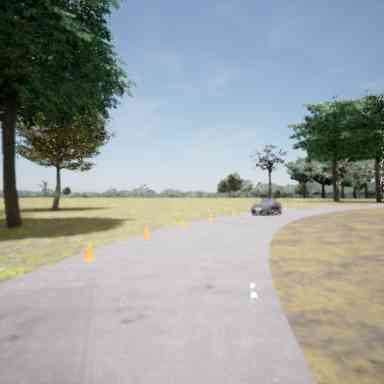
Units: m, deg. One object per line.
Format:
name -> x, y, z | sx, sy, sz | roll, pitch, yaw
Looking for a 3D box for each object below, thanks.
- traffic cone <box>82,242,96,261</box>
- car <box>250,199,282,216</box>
traffic cone -> -3.351, 1.921, 10.856 | 0.340, 0.580, 0.340 | 0, 0, 11
car -> 7.180, 1.432, 31.829 | 2.128, 1.511, 4.902 | 0, 0, 32
